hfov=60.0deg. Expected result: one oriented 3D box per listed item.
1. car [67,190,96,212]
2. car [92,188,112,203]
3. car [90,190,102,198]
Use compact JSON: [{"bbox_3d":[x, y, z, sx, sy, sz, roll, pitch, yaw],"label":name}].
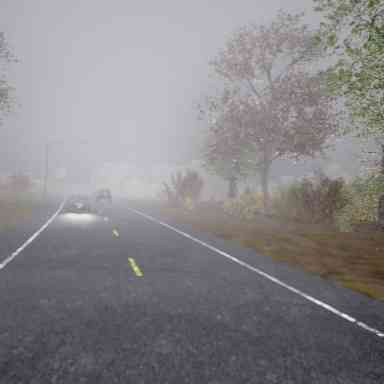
[{"bbox_3d":[-10.148,0.929,29.970,2.128,1.511,4.902,3,0,-19],"label":"car"},{"bbox_3d":[-13.281,0.456,49.867,2.150,2.045,5.566,3,0,-20],"label":"car"},{"bbox_3d":[-19.048,0.368,65.677,1.882,1.535,5.008,3,0,-19],"label":"car"}]
